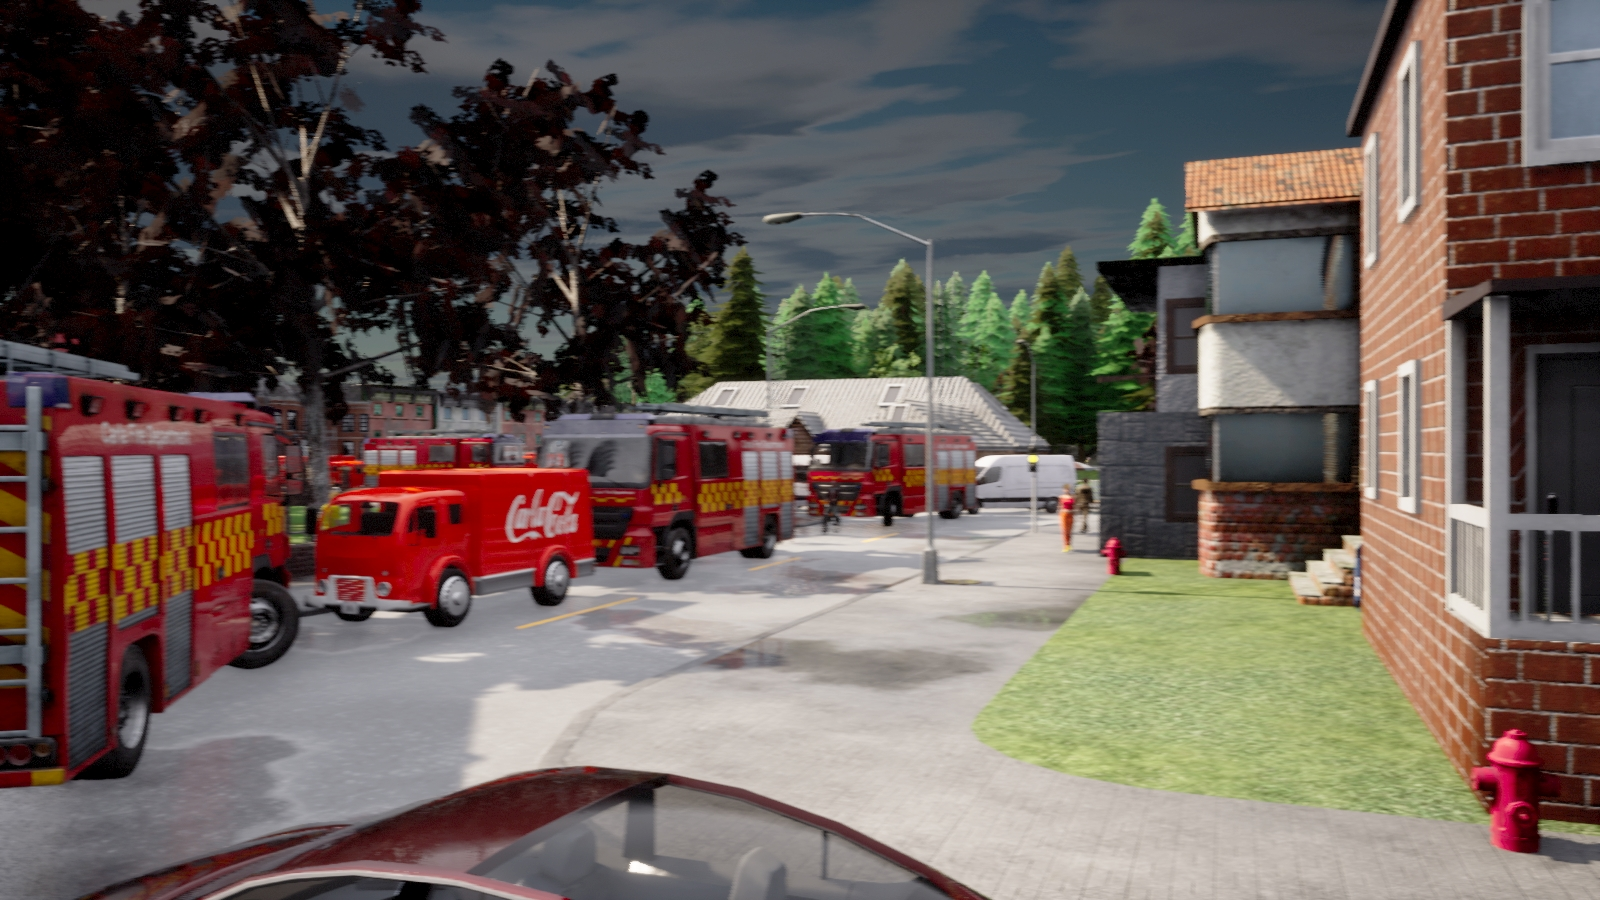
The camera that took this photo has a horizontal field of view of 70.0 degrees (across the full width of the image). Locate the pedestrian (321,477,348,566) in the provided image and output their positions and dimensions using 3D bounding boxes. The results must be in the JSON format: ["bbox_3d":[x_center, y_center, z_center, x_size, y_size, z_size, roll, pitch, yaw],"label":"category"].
[{"bbox_3d":[-9.880,1.515,24.235,0.375,1.860,0.375,0,0,21],"label":"pedestrian"}]

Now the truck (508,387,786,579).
[{"bbox_3d":[-3.239,0.656,27.319,2.891,3.827,8.468,0,0,21],"label":"truck"}]

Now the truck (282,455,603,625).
[{"bbox_3d":[-5.889,1.339,19.705,2.627,2.467,5.204,0,0,21],"label":"truck"}]

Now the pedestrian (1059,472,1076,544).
[{"bbox_3d":[6.987,1.497,29.812,0.375,1.860,0.375,0,0,20],"label":"pedestrian"}]

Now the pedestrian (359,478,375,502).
[{"bbox_3d":[-20.558,1.882,54.261,0.500,1.100,0.500,0,0,21],"label":"pedestrian"}]

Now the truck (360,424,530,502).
[{"bbox_3d":[-18.435,0.643,59.300,8.468,3.827,2.891,0,0,22],"label":"truck"}]

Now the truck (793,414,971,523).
[{"bbox_3d":[3.383,0.644,44.421,2.891,3.827,8.468,0,0,36],"label":"truck"}]

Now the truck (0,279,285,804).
[{"bbox_3d":[-7.921,0.666,12.193,2.891,3.827,8.468,0,0,-14],"label":"truck"}]

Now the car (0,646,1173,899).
[{"bbox_3d":[-1.211,1.841,4.387,4.792,1.488,2.163,0,0,25],"label":"car"}]

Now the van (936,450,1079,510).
[{"bbox_3d":[9.114,1.283,50.295,5.915,2.561,1.988,0,0,-13],"label":"van"}]

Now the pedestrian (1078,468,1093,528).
[{"bbox_3d":[8.898,1.493,35.642,0.375,1.860,0.375,0,0,27],"label":"pedestrian"}]
